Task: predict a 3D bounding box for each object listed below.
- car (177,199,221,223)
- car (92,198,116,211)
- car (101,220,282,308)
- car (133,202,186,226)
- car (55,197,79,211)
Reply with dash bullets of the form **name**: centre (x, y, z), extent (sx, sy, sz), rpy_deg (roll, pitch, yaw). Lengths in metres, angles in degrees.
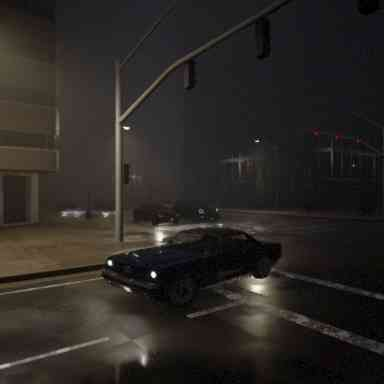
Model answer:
- **car**: centre (0.191, 1.407, 26.189), extent (2.097, 1.767, 4.553), rpy_deg (0, 0, -36)
- **car**: centre (-10.706, 1.532, 41.089), extent (1.882, 1.535, 5.008), rpy_deg (0, 0, -36)
- **car**: centre (0.259, 1.599, 8.149), extent (1.895, 1.301, 4.718), rpy_deg (0, 0, 44)
- **car**: centre (-2.727, 1.581, 24.287), extent (1.812, 1.442, 4.674), rpy_deg (0, 0, -36)
- **car**: centre (-15.984, 1.656, 42.386), extent (1.895, 1.301, 4.718), rpy_deg (0, 0, -36)
